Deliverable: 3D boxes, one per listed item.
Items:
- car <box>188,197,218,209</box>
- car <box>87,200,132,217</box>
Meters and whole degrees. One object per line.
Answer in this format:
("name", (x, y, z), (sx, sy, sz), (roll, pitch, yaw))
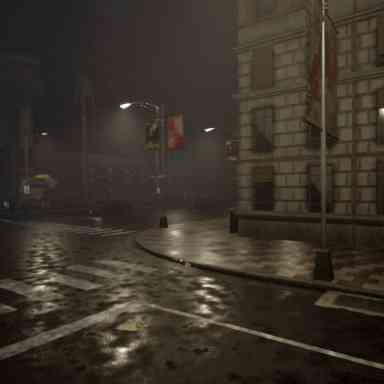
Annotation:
("car", (1.510, 1.491, 44.469), (2.128, 1.511, 4.902), (0, 0, 38))
("car", (-7.794, 1.526, 31.942), (1.812, 1.442, 4.674), (0, 0, 36))
